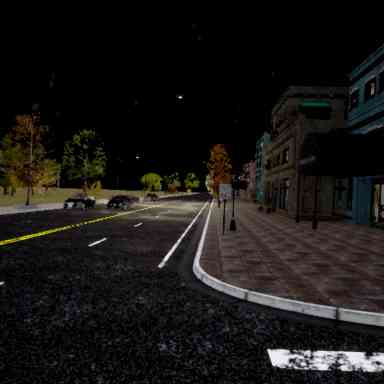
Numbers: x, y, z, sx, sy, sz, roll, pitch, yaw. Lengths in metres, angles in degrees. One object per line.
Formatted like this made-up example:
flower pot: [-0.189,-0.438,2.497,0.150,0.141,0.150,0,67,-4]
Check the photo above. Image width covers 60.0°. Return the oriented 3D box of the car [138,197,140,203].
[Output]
car: [-9.408,1.097,51.210,2.033,1.411,5.357,2,0,4]

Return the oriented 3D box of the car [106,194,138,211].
car: [-7.410,1.131,34.606,1.837,1.490,4.892,2,0,4]

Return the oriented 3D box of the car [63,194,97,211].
car: [-10.815,0.984,32.499,2.128,1.511,4.902,2,0,4]

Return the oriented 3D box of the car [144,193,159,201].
car: [-6.153,0.861,50.981,1.812,1.442,4.674,2,0,4]
